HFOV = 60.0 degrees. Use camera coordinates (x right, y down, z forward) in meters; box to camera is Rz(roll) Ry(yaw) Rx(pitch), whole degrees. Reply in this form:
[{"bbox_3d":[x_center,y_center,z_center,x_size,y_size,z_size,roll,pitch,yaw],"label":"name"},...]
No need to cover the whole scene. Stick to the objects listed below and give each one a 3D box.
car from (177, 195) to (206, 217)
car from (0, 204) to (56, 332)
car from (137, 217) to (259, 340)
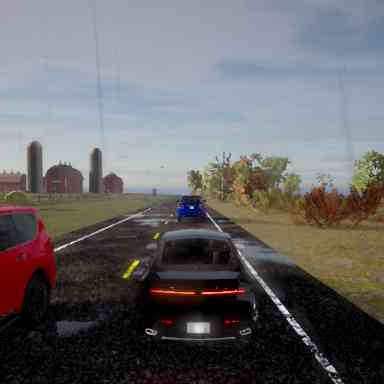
[{"bbox_3d":[-0.033,1.220,26.430,2.150,2.045,5.566,0,0,-1],"label":"car"},{"bbox_3d":[-3.607,1.221,4.018,2.150,2.045,5.566,0,0,0],"label":"car"},{"bbox_3d":[0.083,1.504,6.715,1.837,1.490,4.892,0,0,0],"label":"car"}]
